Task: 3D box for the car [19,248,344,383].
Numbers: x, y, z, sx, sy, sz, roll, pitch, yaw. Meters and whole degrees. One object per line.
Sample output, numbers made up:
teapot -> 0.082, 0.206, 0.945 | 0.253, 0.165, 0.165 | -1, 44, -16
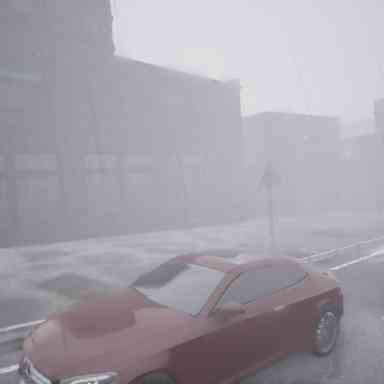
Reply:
car -> 0.293, 1.562, 4.487 | 4.674, 1.442, 1.812 | 0, -1, -38
